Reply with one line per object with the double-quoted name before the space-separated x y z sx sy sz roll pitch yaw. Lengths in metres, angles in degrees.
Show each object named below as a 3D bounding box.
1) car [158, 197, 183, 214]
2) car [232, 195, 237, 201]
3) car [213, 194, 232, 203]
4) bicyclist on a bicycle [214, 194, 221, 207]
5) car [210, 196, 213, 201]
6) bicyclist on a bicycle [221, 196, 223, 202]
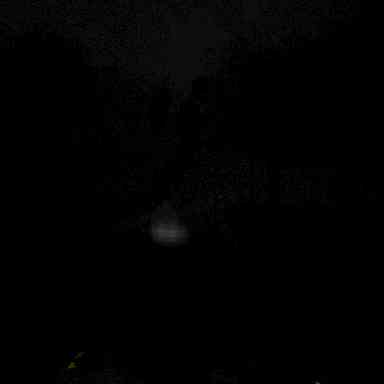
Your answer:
"car" -1.952 1.194 31.575 2.128 1.511 4.902 1 1 5
"car" 8.775 1.337 74.346 2.033 1.411 5.357 1 0 16
"car" 5.511 1.190 60.309 1.837 1.490 4.892 1 -1 13
"bicyclist on a bicycle" 2.953 1.151 40.539 0.582 1.620 1.656 1 0 7
"car" 5.403 1.225 73.375 1.812 1.442 4.674 1 0 15
"bicyclist on a bicycle" 4.201 1.113 49.043 0.866 1.612 1.509 1 0 9
